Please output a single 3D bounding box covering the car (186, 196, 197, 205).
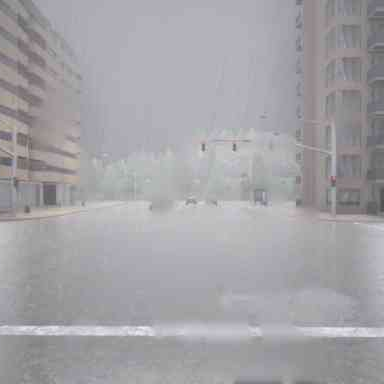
[{"bbox_3d":[-0.088,1.525,60.090,1.812,1.442,4.674,0,0,0],"label":"car"}]

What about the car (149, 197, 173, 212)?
[{"bbox_3d":[-3.655,1.352,38.356,2.097,1.767,4.553,0,0,0],"label":"car"}]

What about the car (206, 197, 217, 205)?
[{"bbox_3d":[3.546,1.547,59.453,2.033,1.411,5.357,0,0,2],"label":"car"}]
